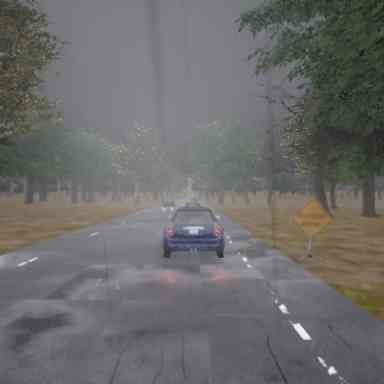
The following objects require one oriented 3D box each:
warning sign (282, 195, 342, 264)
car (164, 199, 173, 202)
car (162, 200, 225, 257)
[{"bbox_3d":[3.599,1.101,10.085,1.300,1.860,1.060,3,3,0],"label":"warning sign"},{"bbox_3d":[-3.575,1.784,52.216,2.033,1.411,5.357,0,-1,0],"label":"car"},{"bbox_3d":[0.067,1.343,13.058,2.097,1.767,4.553,0,0,0],"label":"car"}]
